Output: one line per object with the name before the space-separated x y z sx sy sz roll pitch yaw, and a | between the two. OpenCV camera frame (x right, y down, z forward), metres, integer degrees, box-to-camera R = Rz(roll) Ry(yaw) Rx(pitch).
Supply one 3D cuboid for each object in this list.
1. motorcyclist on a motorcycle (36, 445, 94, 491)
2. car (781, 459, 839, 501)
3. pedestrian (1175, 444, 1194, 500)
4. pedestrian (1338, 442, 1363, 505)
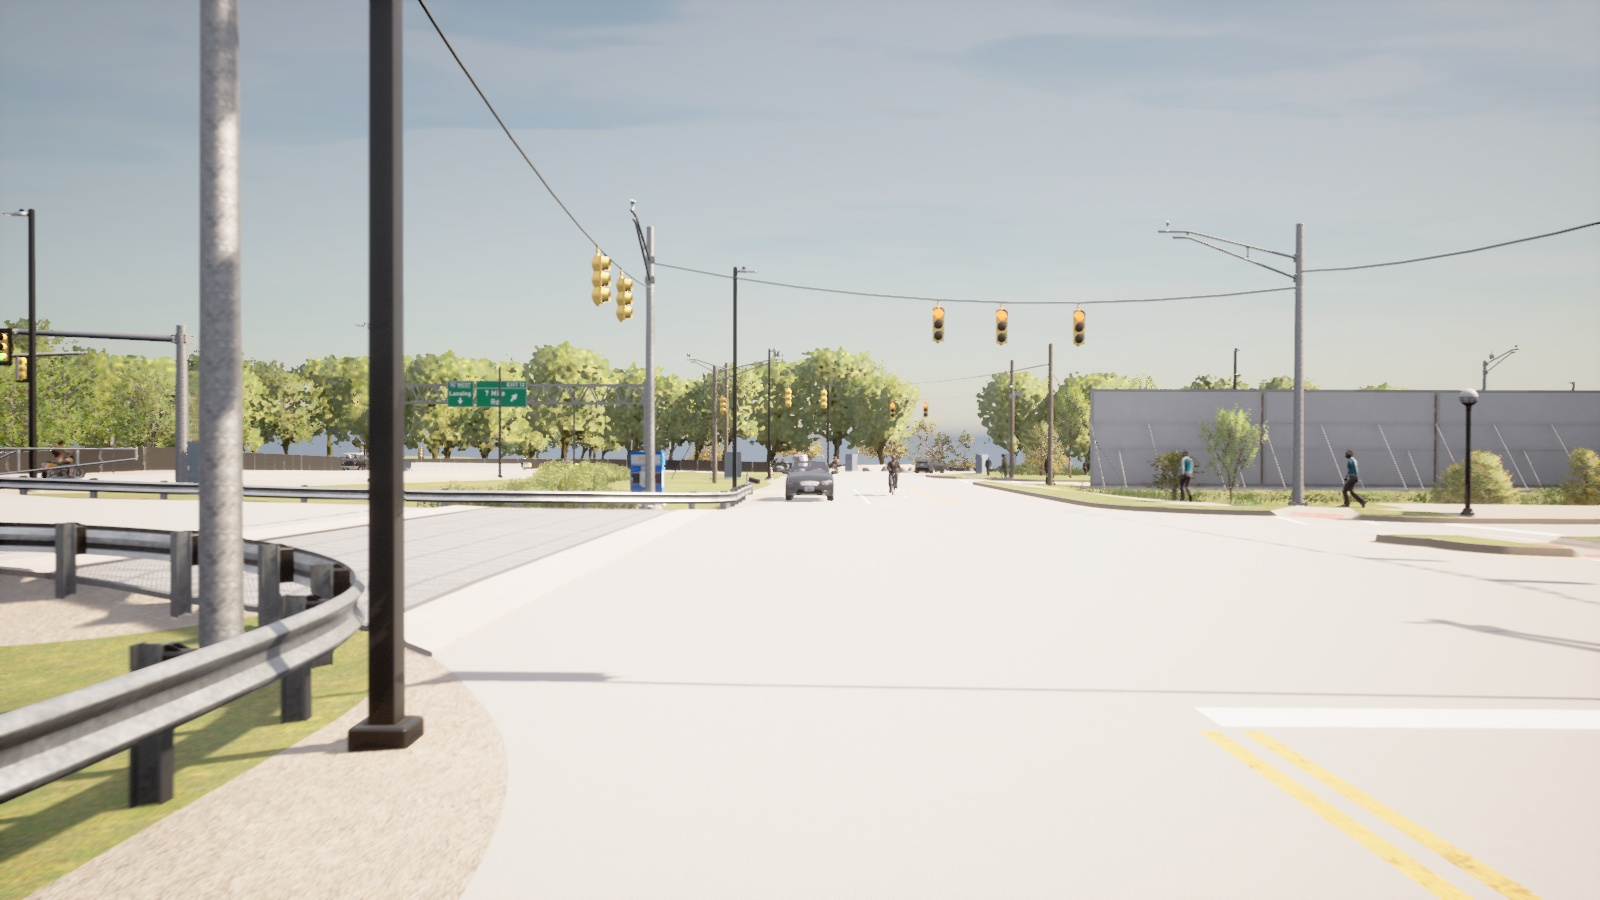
motorcyclist on a motorcycle | -27.208 0.666 46.529 0.766 1.649 2.350 0 -1 1
car | 0.394 1.138 48.609 2.128 1.511 4.902 0 0 1
pedestrian | 13.360 0.744 43.648 0.396 1.930 0.692 0 1 -7
pedestrian | 16.983 0.710 38.759 0.692 1.930 0.396 0 1 24
